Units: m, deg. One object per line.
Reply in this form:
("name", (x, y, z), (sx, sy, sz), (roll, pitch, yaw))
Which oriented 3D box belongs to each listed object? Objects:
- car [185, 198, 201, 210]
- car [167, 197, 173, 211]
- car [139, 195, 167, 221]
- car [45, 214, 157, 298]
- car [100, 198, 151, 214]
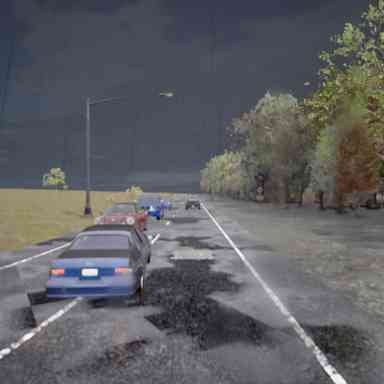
("car", (0.122, 1.541, 43.333), (1.837, 1.490, 4.892), (0, 0, 0))
("car", (-3.582, 1.391, 42.266), (2.097, 1.767, 4.553), (0, 0, -1))
("car", (-3.590, 1.248, 28.111), (2.150, 2.045, 5.566), (0, 0, -1))
("car", (-2.106, 1.557, 8.753), (2.033, 1.411, 5.357), (0, 0, -4))
("car", (-3.664, 1.370, 17.616), (2.097, 1.767, 4.553), (0, 0, 1))
